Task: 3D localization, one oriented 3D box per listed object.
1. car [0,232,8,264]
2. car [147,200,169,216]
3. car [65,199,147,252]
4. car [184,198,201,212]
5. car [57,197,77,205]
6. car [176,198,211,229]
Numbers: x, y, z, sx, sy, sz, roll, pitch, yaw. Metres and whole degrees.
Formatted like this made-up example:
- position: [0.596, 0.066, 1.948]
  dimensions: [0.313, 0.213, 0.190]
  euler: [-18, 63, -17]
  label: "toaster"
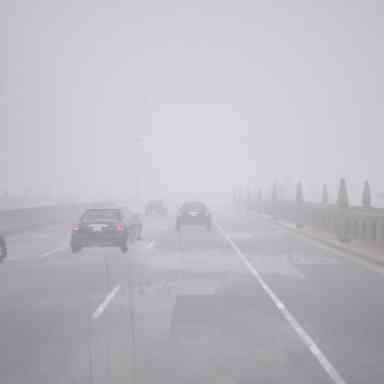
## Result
- position: [-6.901, 1.352, 8.710]
  dimensions: [2.097, 1.767, 4.553]
  euler: [0, 0, 0]
  label: "car"
- position: [-3.397, 1.506, 32.219]
  dimensions: [1.837, 1.490, 4.892]
  euler: [0, 0, 0]
  label: "car"
- position: [-3.399, 1.353, 14.079]
  dimensions: [2.097, 1.767, 4.553]
  euler: [0, 0, 0]
  label: "car"
- position: [0.106, 1.479, 39.495]
  dimensions: [1.882, 1.535, 5.008]
  euler: [0, 0, 0]
  label: "car"
- position: [-20.331, 1.569, 54.308]
  dimensions: [1.994, 1.385, 4.181]
  euler: [0, 0, 6]
  label: "car"
- position: [0.101, 1.353, 21.557]
  dimensions: [2.097, 1.767, 4.553]
  euler: [0, 0, 0]
  label: "car"
